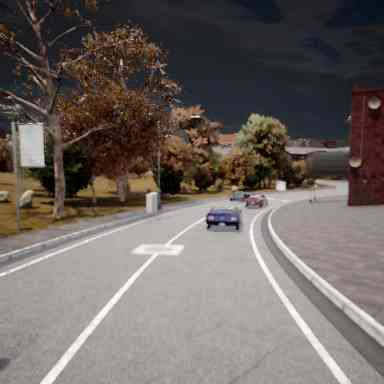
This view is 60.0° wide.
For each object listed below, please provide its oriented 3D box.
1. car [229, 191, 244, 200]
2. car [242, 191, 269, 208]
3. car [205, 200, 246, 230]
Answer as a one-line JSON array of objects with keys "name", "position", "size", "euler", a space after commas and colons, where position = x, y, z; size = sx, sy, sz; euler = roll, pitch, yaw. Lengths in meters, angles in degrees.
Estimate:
[{"name": "car", "position": [6.484, 0.590, 44.276], "size": [1.994, 1.385, 4.181], "euler": [3, 3, 27]}, {"name": "car", "position": [7.262, 0.908, 37.131], "size": [1.812, 1.442, 4.674], "euler": [2, 3, 22]}, {"name": "car", "position": [2.027, 1.411, 19.999], "size": [1.895, 1.301, 4.718], "euler": [1, 1, 10]}]
